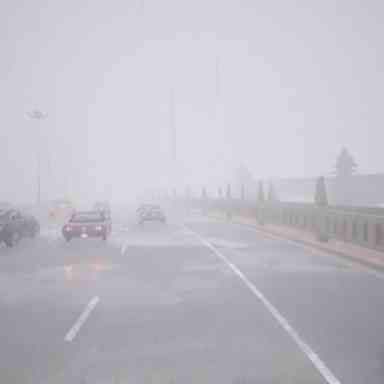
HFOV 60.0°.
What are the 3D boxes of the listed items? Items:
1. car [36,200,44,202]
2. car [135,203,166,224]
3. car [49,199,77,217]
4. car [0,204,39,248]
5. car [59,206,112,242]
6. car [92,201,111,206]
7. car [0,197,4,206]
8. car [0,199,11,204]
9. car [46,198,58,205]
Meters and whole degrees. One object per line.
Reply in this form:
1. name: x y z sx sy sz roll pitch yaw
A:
1. car: -37.203 2.715 81.839 2.128 1.511 4.902 0 -4 -16
2. car: -3.145 1.548 24.615 2.033 1.411 5.357 0 0 -14
3. car: -12.577 1.419 32.809 2.097 1.767 4.553 0 0 -15
4. car: -8.333 1.532 14.828 2.128 1.511 4.902 0 0 -9
5. car: -5.075 1.620 16.671 1.895 1.301 4.718 0 0 -10
6. car: -9.345 1.590 34.353 2.033 1.411 5.357 0 0 -15
7. car: -33.779 1.723 56.445 2.128 1.511 4.902 0 0 -15
8. car: -21.069 1.678 36.618 2.033 1.411 5.357 0 0 -15
9. car: -31.984 2.221 76.138 1.994 1.385 4.181 0 -3 -16
